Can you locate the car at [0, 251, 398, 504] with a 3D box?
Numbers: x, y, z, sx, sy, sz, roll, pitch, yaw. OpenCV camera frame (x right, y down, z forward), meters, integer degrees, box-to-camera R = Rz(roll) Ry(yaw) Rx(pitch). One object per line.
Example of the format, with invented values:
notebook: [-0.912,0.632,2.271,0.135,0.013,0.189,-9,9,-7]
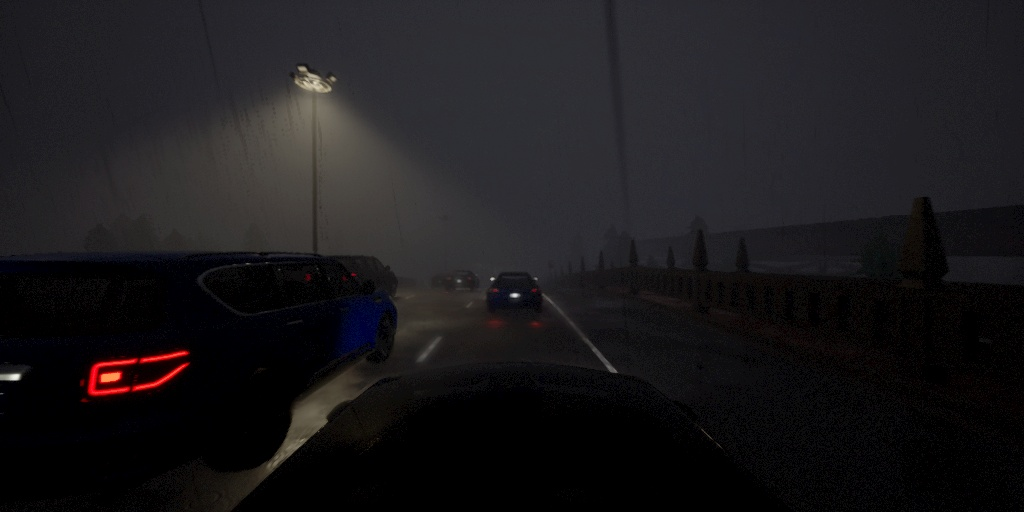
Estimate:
car: [-3.400,0.964,4.962,2.150,2.045,5.566,0,0,0]

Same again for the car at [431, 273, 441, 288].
car: [-6.899,2.525,36.775,1.882,1.535,5.008,0,-6,0]

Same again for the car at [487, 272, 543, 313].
car: [0.100,1.316,14.027,1.994,1.385,4.181,0,-1,0]

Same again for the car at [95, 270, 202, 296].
car: [-21.096,1.512,21.091,1.994,1.385,4.181,0,-2,0]

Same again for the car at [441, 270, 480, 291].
car: [-3.399,1.703,25.131,1.994,1.385,4.181,0,-3,0]

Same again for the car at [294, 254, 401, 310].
car: [-6.901,1.003,15.930,2.150,2.045,5.566,0,-1,0]

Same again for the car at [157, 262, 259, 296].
car: [-17.597,1.302,21.134,2.097,1.767,4.553,0,-2,0]
